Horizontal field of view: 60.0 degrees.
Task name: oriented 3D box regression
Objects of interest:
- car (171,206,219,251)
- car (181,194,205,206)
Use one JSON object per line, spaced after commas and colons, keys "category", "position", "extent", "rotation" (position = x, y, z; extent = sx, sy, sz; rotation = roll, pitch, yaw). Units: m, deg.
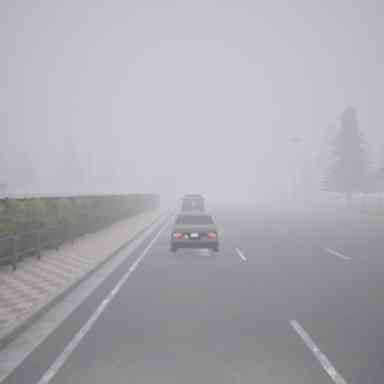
{"category": "car", "position": [0.099, 1.537, 13.966], "extent": [2.033, 1.411, 5.357], "rotation": [0, 0, 0]}
{"category": "car", "position": [0.108, 1.197, 32.901], "extent": [2.150, 2.045, 5.566], "rotation": [0, 0, 0]}
